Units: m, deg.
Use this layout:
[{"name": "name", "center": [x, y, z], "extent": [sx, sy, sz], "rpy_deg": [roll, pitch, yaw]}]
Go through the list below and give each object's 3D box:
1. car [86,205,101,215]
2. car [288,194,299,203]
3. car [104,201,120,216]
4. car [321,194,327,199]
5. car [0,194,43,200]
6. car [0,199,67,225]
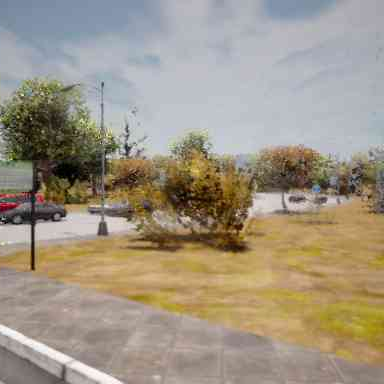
[{"name": "car", "center": [-8.378, 1.583, 33.980], "extent": [1.895, 1.301, 4.718], "rpy_deg": [0, 0, 39]}, {"name": "car", "center": [17.784, 1.012, 56.389], "extent": [1.882, 1.535, 5.008], "rpy_deg": [0, 1, 31]}, {"name": "car", "center": [-5.876, 1.337, 31.505], "extent": [2.097, 1.767, 4.553], "rpy_deg": [0, 0, 39]}, {"name": "car", "center": [20.747, 1.085, 54.441], "extent": [2.033, 1.411, 5.357], "rpy_deg": [0, 1, 32]}, {"name": "car", "center": [-14.467, 1.209, 26.402], "extent": [2.150, 2.045, 5.566], "rpy_deg": [0, 0, 39]}, {"name": "car", "center": [-11.632, 1.494, 24.321], "extent": [1.837, 1.490, 4.892], "rpy_deg": [0, 0, 38]}]
